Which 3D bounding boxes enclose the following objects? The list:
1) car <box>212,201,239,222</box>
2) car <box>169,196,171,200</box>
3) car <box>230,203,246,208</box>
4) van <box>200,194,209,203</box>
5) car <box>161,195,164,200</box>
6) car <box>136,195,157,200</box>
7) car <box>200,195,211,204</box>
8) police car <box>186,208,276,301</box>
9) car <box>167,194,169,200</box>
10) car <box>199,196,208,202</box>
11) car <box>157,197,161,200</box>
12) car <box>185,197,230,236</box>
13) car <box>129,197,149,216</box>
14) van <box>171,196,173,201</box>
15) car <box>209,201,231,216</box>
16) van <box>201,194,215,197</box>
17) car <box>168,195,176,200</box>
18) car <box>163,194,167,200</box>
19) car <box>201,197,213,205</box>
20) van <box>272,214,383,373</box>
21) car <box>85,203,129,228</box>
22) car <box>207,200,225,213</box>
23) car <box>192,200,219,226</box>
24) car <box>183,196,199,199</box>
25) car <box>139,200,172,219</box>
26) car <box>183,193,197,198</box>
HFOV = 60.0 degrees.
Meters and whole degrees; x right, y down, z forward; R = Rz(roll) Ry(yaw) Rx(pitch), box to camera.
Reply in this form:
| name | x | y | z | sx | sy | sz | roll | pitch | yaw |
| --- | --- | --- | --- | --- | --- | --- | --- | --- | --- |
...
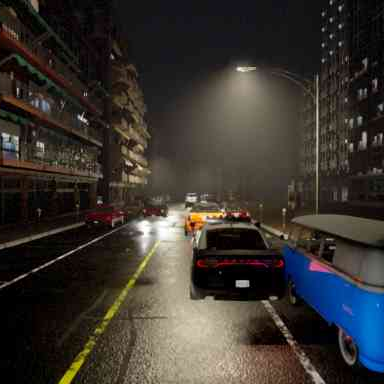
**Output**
| name | x | y | z | sx | sy | sz | roll | pitch | yaw |
| --- | --- | --- | --- | --- | --- | --- | --- | --- | --- |
| car | 2.682 | 1.534 | 27.669 | 1.752 | 1.417 | 4.829 | 0 | 0 | 0 |
| car | -5.701 | 1.592 | 66.185 | 1.887 | 1.381 | 4.507 | 0 | 0 | 0 |
| car | 2.682 | 1.445 | 21.972 | 1.967 | 1.590 | 4.097 | 0 | 0 | 0 |
| van | 2.677 | 1.398 | 71.713 | 1.690 | 1.788 | 3.998 | 0 | 0 | 0 |
| car | -5.699 | 1.577 | 49.606 | 2.008 | 1.369 | 4.403 | 0 | 0 | 0 |
| car | -5.701 | 1.331 | 38.552 | 2.192 | 1.841 | 5.009 | 0 | 0 | 0 |
| car | 2.678 | 1.488 | 66.185 | 1.967 | 1.590 | 4.097 | 0 | 0 | 0 |
| police car | 0.899 | 1.425 | 8.500 | 1.930 | 1.638 | 5.238 | 0 | 0 | 0 |
| car | -5.700 | 1.605 | 60.658 | 1.947 | 1.339 | 4.313 | 0 | 0 | 0 |
| car | 2.678 | 1.591 | 77.408 | 1.752 | 1.417 | 4.829 | 0 | 0 | 0 |
| car | -5.699 | 1.571 | 44.079 | 2.008 | 1.369 | 4.403 | 0 | 0 | 0 |
| car | 0.759 | 1.355 | 18.403 | 2.097 | 1.767 | 4.553 | 0 | 0 | 3 |
| car | -5.699 | 1.537 | 32.856 | 1.752 | 1.417 | 4.829 | 0 | 0 | 0 |
| van | -5.703 | 1.398 | 71.712 | 1.690 | 1.788 | 3.998 | 0 | 0 | 0 |
| car | 2.682 | 1.594 | 33.026 | 1.802 | 1.307 | 4.206 | 0 | 0 | 0 |
| van | 2.679 | 1.367 | 49.606 | 1.690 | 1.788 | 3.998 | 0 | 0 | 0 |
| car | -5.703 | 1.662 | 93.817 | 1.947 | 1.339 | 4.313 | 0 | 0 | 0 |
| car | -5.701 | 1.473 | 55.131 | 1.967 | 1.590 | 4.097 | 0 | 0 | 0 |
| car | 2.680 | 1.605 | 60.659 | 1.947 | 1.339 | 4.313 | 0 | 0 | 0 |
| van | 2.683 | 1.341 | 5.392 | 1.690 | 1.788 | 3.998 | 0 | 0 | 0 |
| car | -5.698 | 1.550 | 21.972 | 1.887 | 1.381 | 4.507 | 0 | 0 | 0 |
| car | 2.681 | 1.598 | 38.552 | 1.802 | 1.307 | 4.206 | 0 | 0 | 0 |
| car | 0.884 | 1.463 | 24.583 | 1.801 | 1.575 | 5.366 | 0 | 0 | 0 |
| car | 0.016 | 1.622 | 45.048 | 1.895 | 1.301 | 4.718 | 0 | 0 | 1 |
| car | -3.100 | 1.610 | 28.982 | 1.895 | 1.301 | 4.718 | 0 | 0 | 0 |
| car | -0.004 | 1.258 | 57.888 | 2.150 | 2.045 | 5.566 | 0 | 0 | 0 |
